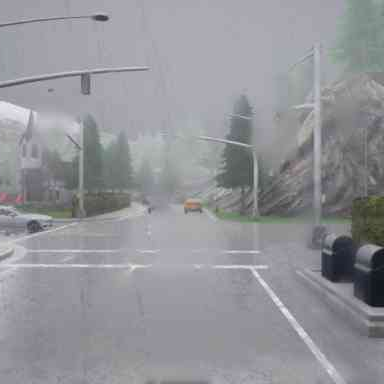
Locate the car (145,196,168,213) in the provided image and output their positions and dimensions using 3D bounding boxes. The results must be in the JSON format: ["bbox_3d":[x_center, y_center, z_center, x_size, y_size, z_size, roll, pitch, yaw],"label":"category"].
[{"bbox_3d":[-3.748,1.505,36.685,1.837,1.490,4.892,0,0,-2],"label":"car"}]

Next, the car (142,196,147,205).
[{"bbox_3d":[-7.169,1.504,56.647,1.837,1.490,4.892,0,0,-20],"label":"car"}]

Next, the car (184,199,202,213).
[{"bbox_3d":[0.063,1.477,37.733,1.882,1.535,5.008,0,0,-2],"label":"car"}]

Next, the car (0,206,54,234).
[{"bbox_3d":[-10.140,1.526,18.349,4.674,1.442,1.812,0,0,-10],"label":"car"}]

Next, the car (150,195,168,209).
[{"bbox_3d":[-4.682,1.352,46.804,2.097,1.767,4.553,0,0,-11],"label":"car"}]
